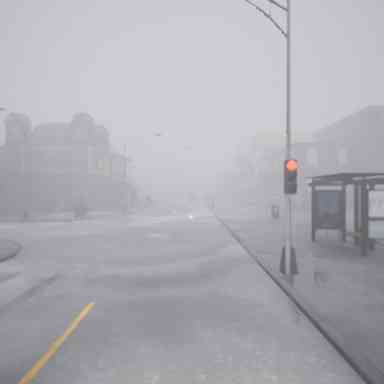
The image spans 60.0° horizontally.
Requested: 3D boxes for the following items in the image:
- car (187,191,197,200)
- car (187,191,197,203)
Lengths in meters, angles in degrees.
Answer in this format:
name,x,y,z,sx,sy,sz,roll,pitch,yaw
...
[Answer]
name,x,y,z,sx,sy,sz,roll,pitch,yaw
car,0.004,0.885,77.662,2.150,2.045,5.566,0,0,0
car,0.003,1.202,67.599,2.097,1.767,4.553,0,0,0
